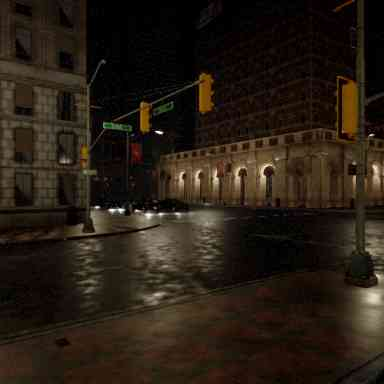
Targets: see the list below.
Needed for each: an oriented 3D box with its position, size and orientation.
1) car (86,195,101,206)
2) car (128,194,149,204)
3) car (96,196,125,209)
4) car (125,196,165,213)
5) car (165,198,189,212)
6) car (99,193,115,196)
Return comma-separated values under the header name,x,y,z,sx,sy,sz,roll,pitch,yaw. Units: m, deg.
name,x,y,z,sx,sy,sz,roll,pitch,yaw
car,-16.990,1.478,53.987,1.882,1.535,5.008,0,0,-35
car,-9.982,1.352,62.357,2.097,1.767,4.553,0,0,-35
car,-11.124,1.564,45.597,1.994,1.385,4.181,0,0,-35
car,-5.318,1.505,37.467,1.837,1.490,4.892,0,0,-36
car,-2.273,1.478,39.231,1.882,1.535,5.008,0,0,-36
car,-14.117,1.221,56.016,2.150,2.045,5.566,0,0,-35
